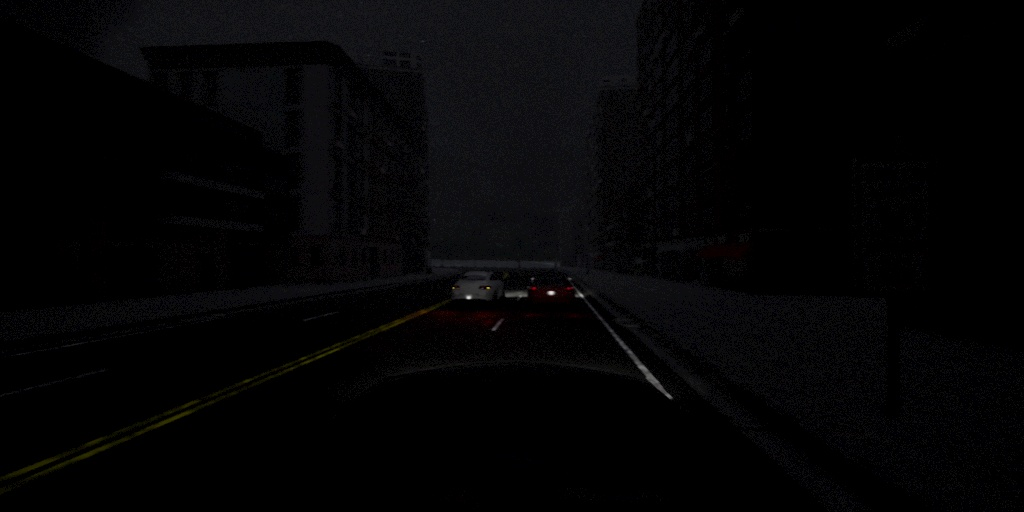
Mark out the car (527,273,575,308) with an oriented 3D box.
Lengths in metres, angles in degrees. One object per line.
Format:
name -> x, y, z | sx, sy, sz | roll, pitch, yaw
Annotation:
car -> 1.761, 1.435, 16.078 | 1.994, 1.385, 4.181 | 0, 0, 6

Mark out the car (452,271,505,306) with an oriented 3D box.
car -> -1.461, 1.419, 16.513 | 1.812, 1.442, 4.674 | 0, 0, 6
